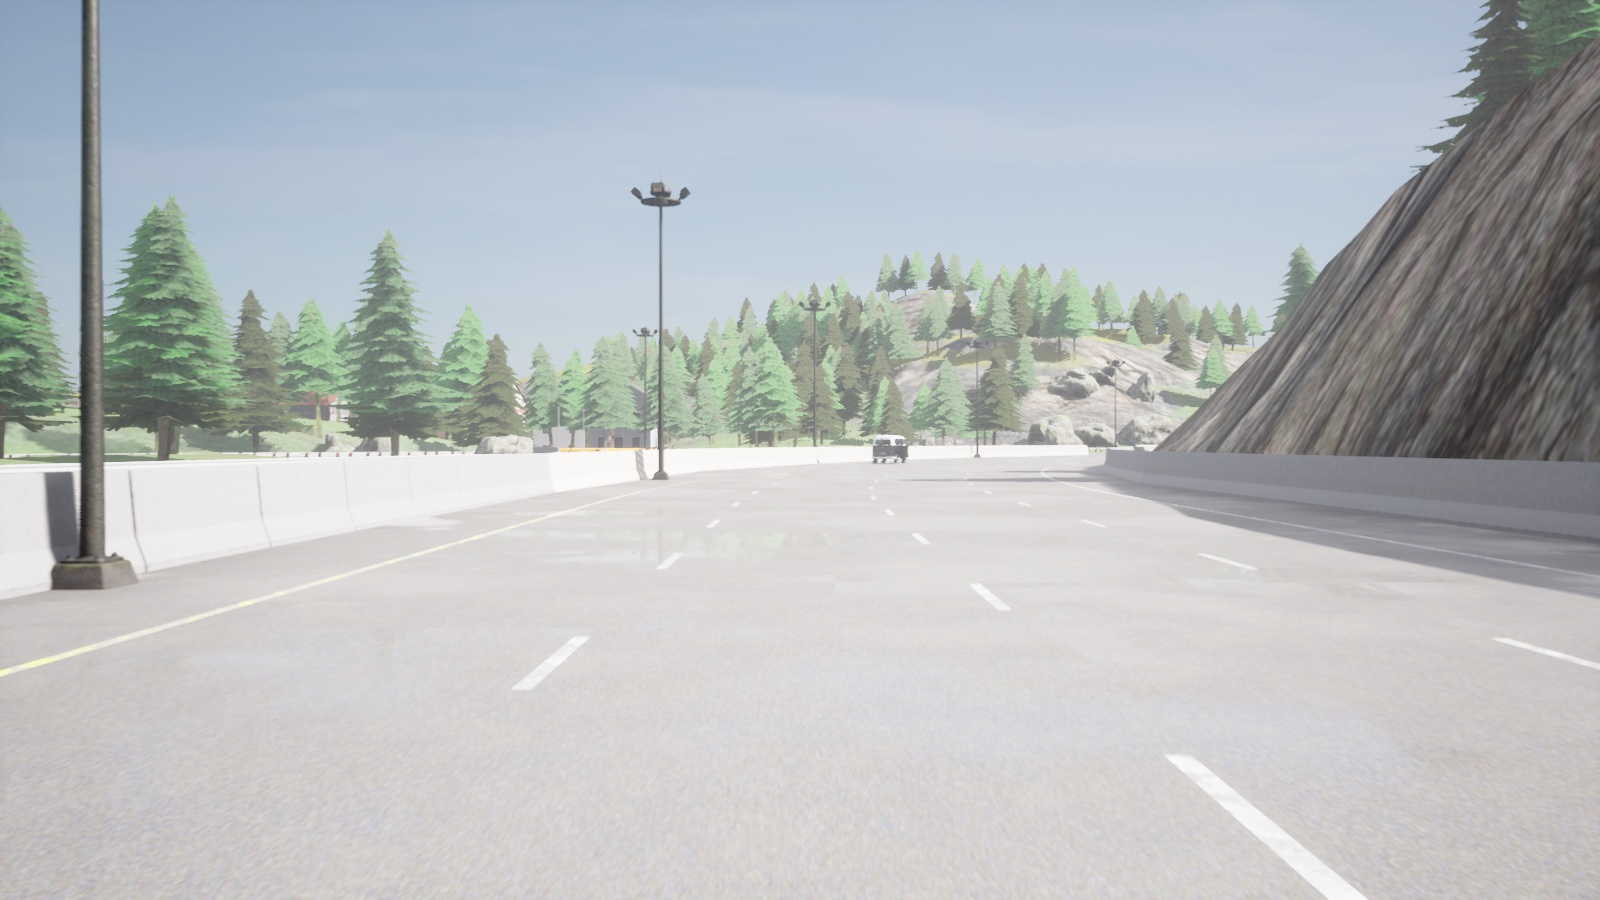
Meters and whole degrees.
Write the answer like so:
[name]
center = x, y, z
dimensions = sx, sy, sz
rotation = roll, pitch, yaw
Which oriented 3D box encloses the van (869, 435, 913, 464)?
[van]
center = 6.551, -0.032, 89.977
dimensions = 2.069, 2.038, 4.480
rotation = 0, 0, 18
